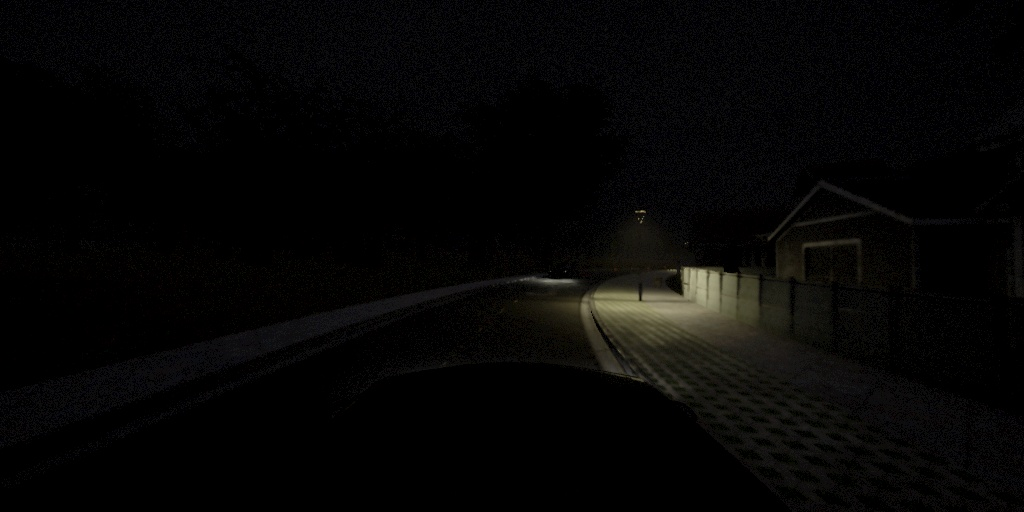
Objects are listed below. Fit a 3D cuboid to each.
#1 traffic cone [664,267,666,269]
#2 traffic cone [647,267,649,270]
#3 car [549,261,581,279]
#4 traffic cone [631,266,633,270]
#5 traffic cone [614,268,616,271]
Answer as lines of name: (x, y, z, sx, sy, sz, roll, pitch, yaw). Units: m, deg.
traffic cone: (25.562, 1.928, 59.929, 0.340, 0.580, 0.340, 0, 0, -37)
traffic cone: (21.535, 1.862, 56.682, 0.340, 0.580, 0.340, 0, 0, -41)
car: (5.015, 1.242, 33.502, 1.882, 1.535, 5.008, 0, 0, 27)
traffic cone: (17.746, 1.809, 53.160, 0.340, 0.580, 0.340, 0, 0, -45)
traffic cone: (14.214, 1.767, 49.381, 0.340, 0.580, 0.340, 0, 0, 42)
